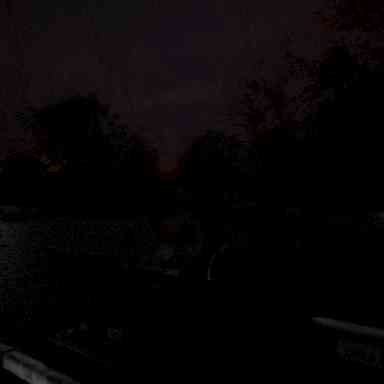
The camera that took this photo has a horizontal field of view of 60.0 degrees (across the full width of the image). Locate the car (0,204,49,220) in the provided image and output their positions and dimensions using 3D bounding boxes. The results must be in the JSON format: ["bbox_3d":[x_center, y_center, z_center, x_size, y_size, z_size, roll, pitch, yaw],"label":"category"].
[{"bbox_3d":[-17.392,2.070,34.930,2.002,1.452,4.674,-1,-1,36],"label":"car"}]

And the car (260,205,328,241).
[{"bbox_3d":[5.786,1.554,18.379,2.097,1.535,5.008,-1,-1,36],"label":"car"}]

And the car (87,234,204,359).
[{"bbox_3d":[0.436,1.518,6.127,2.231,1.521,4.892,-1,-1,36],"label":"car"}]

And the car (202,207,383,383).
[{"bbox_3d":[2.733,1.230,4.530,2.435,2.045,5.566,-1,0,36],"label":"car"}]
